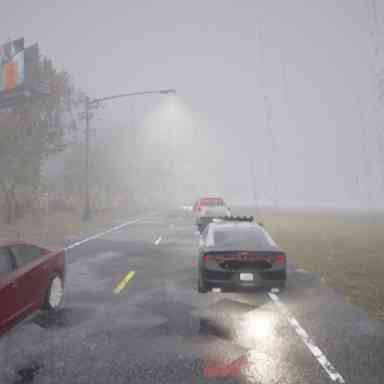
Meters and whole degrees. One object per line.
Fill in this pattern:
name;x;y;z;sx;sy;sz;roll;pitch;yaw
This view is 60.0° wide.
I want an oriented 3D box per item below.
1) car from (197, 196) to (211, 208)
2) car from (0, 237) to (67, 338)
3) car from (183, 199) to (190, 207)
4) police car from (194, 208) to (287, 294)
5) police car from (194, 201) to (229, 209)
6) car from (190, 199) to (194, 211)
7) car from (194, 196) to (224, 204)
car;2.206;1.747;60.039;2.150;2.045;5.566;0;-1;4
car;-3.581;1.495;4.989;1.882;1.535;5.008;0;0;1
car;-0.745;2.096;66.262;2.128;1.511;4.902;0;-1;5
police car;1.094;1.461;9.060;1.930;1.638;5.238;0;0;1
police car;1.266;1.521;19.025;1.930;1.638;5.238;0;0;1
car;1.316;1.714;46.035;2.097;1.767;4.553;0;-1;4
car;1.428;1.366;24.925;2.150;2.045;5.566;0;0;2
